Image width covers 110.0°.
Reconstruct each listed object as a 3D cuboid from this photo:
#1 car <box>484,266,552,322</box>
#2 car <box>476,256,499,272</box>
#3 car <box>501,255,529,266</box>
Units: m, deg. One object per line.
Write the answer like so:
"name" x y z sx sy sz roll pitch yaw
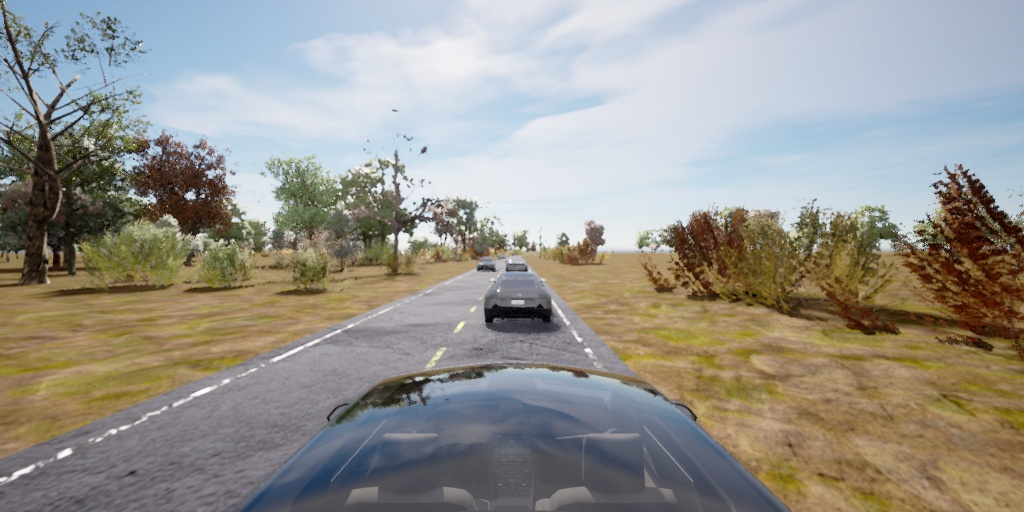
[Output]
"car" 0.194 1.214 11.829 1.994 1.385 4.181 0 1 1
"car" -2.691 0.892 38.310 1.837 1.490 4.892 0 0 1
"car" 0.413 0.952 30.893 2.128 1.511 4.902 0 1 1
